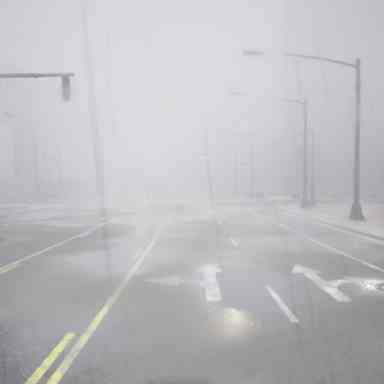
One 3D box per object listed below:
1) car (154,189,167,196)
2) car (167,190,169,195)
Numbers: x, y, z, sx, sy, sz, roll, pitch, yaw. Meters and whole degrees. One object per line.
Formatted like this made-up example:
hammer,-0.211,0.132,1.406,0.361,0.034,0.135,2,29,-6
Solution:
car,-6.993,0.171,70.885,2.033,1.411,5.357,0,1,0
car,-6.992,-0.008,86.596,1.895,1.301,4.718,0,1,0
